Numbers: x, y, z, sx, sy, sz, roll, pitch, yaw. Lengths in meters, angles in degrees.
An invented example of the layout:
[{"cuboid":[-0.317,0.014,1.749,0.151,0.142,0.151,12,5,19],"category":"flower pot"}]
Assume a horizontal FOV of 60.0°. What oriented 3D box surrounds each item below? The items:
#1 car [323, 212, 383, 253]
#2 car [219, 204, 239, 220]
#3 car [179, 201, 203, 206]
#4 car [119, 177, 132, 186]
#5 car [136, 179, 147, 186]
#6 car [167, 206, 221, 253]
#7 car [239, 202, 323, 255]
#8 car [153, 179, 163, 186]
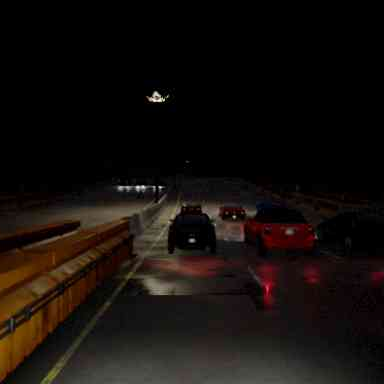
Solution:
[{"cuboid":[7.005,1.642,14.310,1.837,1.490,4.892,0,0,0],"category":"car"},{"cuboid":[3.430,1.661,29.119,1.895,1.301,4.718,0,2,0],"category":"car"},{"cuboid":[-0.069,1.548,29.267,2.128,1.511,4.902,0,2,0],"category":"car"},{"cuboid":[-14.294,-2.330,71.182,2.097,1.767,4.553,0,6,0],"category":"car"},{"cuboid":[-10.794,-2.130,71.192,1.994,1.385,4.181,0,6,0],"category":"car"},{"cuboid":[0.006,1.613,14.489,1.882,1.535,5.008,0,0,0],"category":"car"},{"cuboid":[3.504,1.482,14.082,2.097,1.767,4.553,0,-1,0],"category":"car"},{"cuboid":[-7.294,-2.142,71.209,2.033,1.411,5.357,0,6,0],"category":"car"}]
